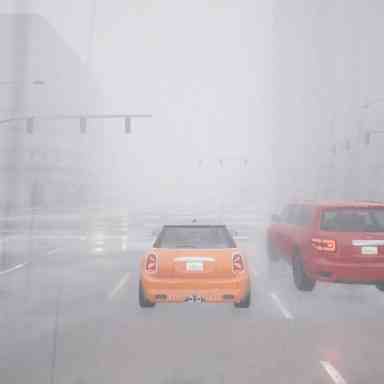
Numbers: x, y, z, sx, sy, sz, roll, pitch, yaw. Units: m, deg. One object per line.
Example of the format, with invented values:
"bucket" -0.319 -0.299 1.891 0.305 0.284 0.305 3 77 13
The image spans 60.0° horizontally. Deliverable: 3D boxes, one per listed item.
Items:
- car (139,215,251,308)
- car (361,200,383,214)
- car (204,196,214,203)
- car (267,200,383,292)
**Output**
"car" 0.066 1.352 8.082 2.097 1.767 4.553 0 0 1
"car" 20.493 1.564 35.263 4.181 1.385 1.994 0 0 1
"car" 3.615 1.525 71.071 1.812 1.442 4.674 0 0 0
"car" 3.544 1.221 9.106 2.150 2.045 5.566 0 0 2
